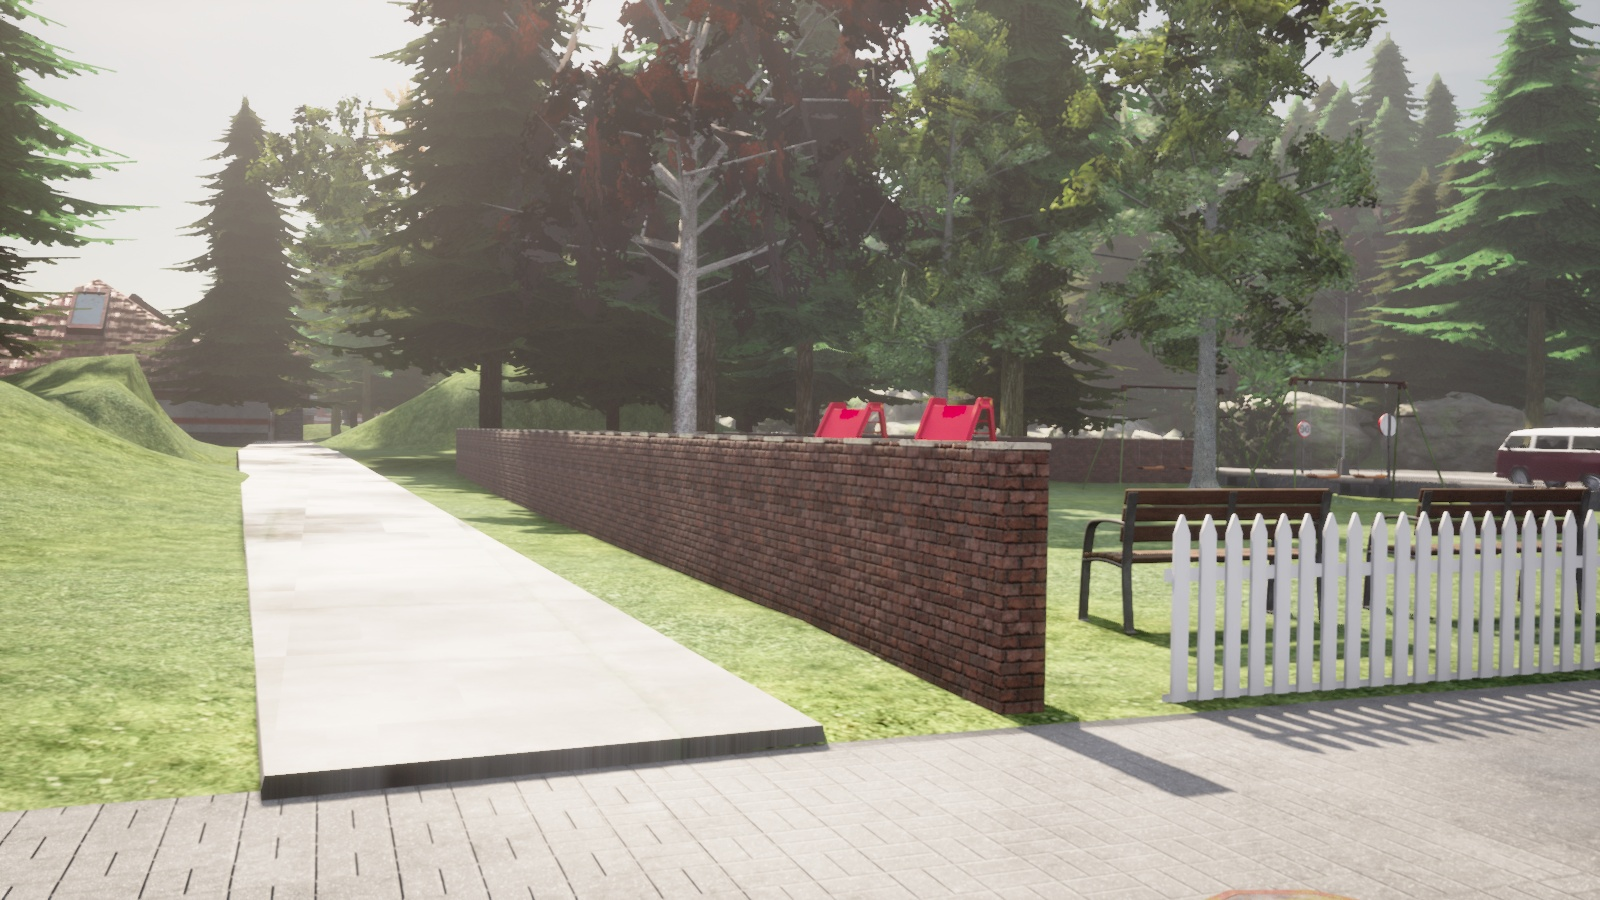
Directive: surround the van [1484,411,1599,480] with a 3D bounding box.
[{"bbox_3d":[23.816,-0.182,38.760,2.069,2.038,4.480,-1,1,-21],"label":"van"}]
